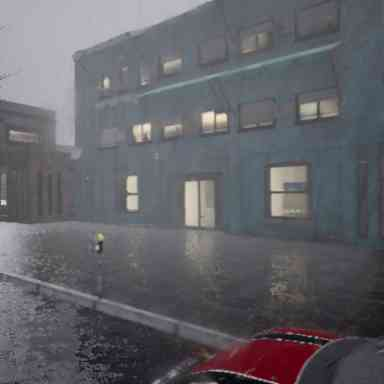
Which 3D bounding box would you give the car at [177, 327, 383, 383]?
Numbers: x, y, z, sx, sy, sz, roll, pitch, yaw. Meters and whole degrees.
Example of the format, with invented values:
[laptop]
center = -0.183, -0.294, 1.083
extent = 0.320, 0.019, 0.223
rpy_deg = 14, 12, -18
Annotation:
[car]
center = 1.624, 1.440, 1.729
extent = 4.097, 1.590, 1.967
rpy_deg = 0, -1, 36
